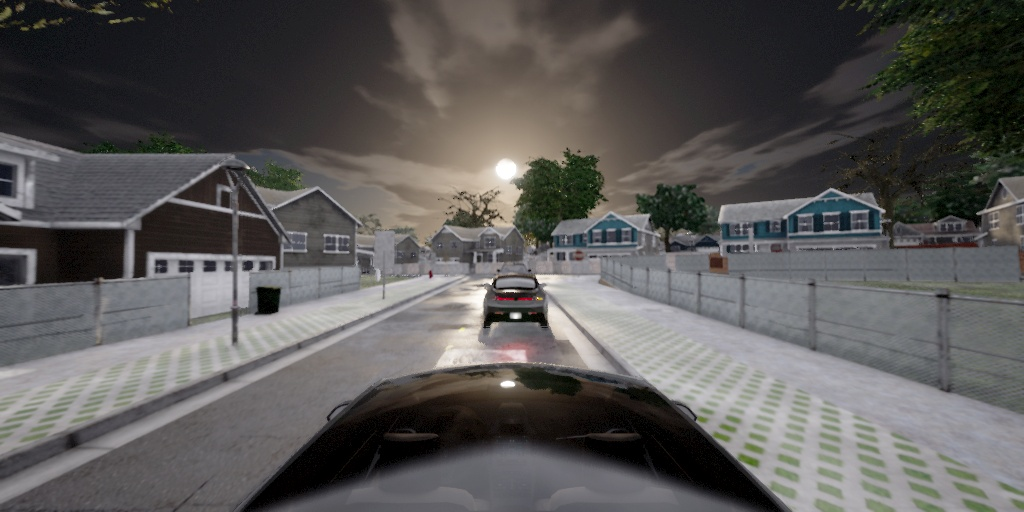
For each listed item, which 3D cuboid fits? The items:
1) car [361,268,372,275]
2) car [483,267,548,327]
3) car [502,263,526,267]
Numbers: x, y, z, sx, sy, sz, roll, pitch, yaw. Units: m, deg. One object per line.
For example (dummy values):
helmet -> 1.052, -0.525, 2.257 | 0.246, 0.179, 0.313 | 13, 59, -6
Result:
car -> -22.549, 2.097, 51.340 | 5.357, 1.411, 2.033 | -2, -2, 30
car -> 0.104, 1.291, 11.638 | 1.837, 1.490, 4.892 | 0, 0, 0
car -> 0.111, 1.173, 21.499 | 2.097, 1.767, 4.553 | 0, 0, 0
